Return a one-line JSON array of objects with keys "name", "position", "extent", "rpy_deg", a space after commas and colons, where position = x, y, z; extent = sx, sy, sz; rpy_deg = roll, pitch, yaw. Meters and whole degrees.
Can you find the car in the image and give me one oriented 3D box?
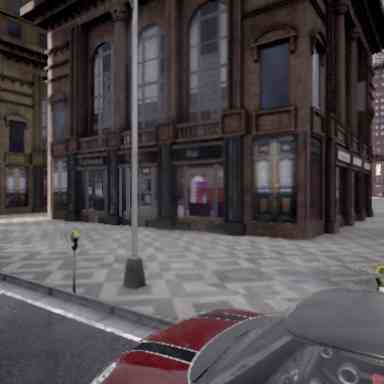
[{"name": "car", "position": [1.062, 1.440, 2.202], "extent": [4.097, 1.590, 1.967], "rpy_deg": [0, 0, 35]}]
